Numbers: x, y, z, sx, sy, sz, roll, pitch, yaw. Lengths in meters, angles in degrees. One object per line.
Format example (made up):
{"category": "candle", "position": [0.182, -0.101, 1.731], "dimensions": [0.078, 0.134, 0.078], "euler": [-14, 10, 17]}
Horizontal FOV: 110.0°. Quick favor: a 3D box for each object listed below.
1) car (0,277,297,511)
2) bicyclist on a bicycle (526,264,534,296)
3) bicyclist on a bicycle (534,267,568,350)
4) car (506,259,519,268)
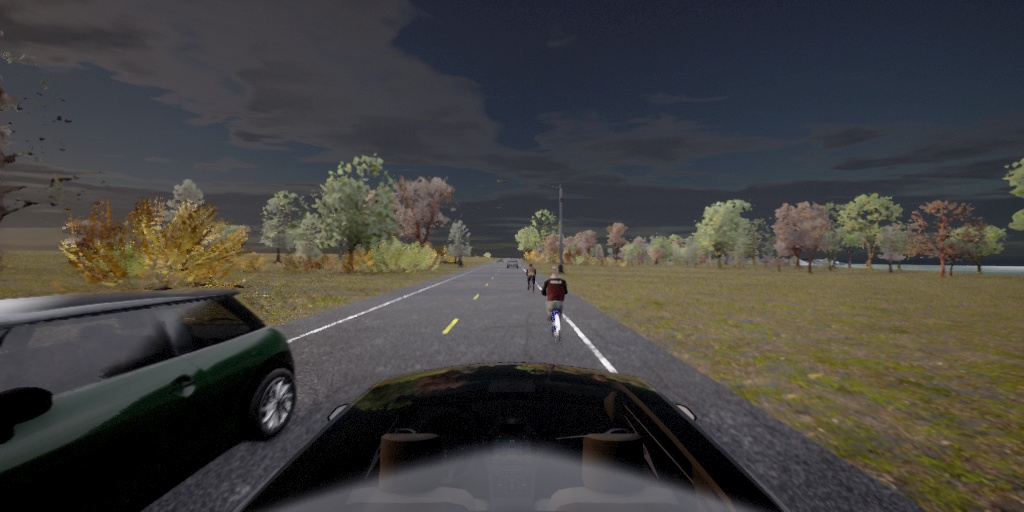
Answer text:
{"category": "car", "position": [-3.600, 1.102, 2.324], "dimensions": [2.097, 1.767, 4.553], "euler": [0, 0, 0]}
{"category": "bicyclist on a bicycle", "position": [0.967, 1.206, 17.917], "dimensions": [0.582, 1.620, 1.656], "euler": [0, 0, 0]}
{"category": "bicyclist on a bicycle", "position": [0.964, 1.122, 8.225], "dimensions": [0.659, 1.776, 1.843], "euler": [0, 0, 0]}
{"category": "car", "position": [0.117, 1.252, 61.082], "dimensions": [2.128, 1.511, 4.902], "euler": [0, 0, 0]}
